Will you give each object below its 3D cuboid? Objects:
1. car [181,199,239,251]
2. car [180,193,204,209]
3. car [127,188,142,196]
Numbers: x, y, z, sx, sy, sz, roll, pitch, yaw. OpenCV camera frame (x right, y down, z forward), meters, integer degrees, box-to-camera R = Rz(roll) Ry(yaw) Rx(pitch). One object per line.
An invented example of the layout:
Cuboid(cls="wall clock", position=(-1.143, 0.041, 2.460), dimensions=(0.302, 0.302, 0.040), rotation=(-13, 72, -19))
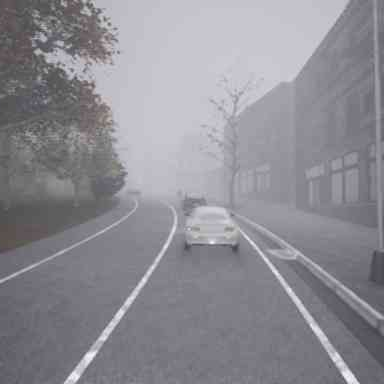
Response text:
Cuboid(cls="car", position=(0.676, 1.243, 12.618), dimensions=(1.812, 1.442, 4.674), rotation=(1, 2, 1))
Cuboid(cls="car", position=(0.044, 0.791, 28.379), dimensions=(1.882, 1.535, 5.008), rotation=(1, 2, -6))
Cuboid(cls="car", position=(-9.779, 0.012, 56.129), dimensions=(1.895, 1.301, 4.718), rotation=(2, 1, -19))
